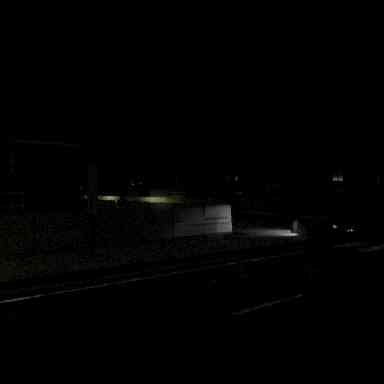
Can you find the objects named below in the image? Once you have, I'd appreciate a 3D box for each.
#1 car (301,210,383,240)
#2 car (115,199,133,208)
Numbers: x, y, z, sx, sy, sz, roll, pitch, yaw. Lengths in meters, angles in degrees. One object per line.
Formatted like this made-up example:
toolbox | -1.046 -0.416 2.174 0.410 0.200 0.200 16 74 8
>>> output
car | 8.061 1.552 15.871 5.357 1.411 2.033 0 0 21
car | -10.171 1.678 50.702 1.895 1.301 4.718 0 0 -35
